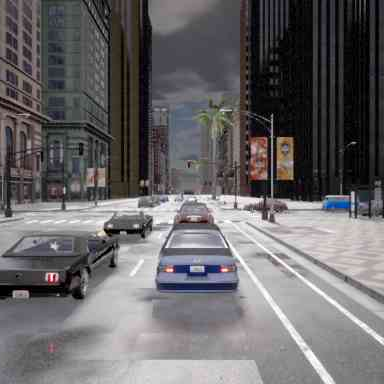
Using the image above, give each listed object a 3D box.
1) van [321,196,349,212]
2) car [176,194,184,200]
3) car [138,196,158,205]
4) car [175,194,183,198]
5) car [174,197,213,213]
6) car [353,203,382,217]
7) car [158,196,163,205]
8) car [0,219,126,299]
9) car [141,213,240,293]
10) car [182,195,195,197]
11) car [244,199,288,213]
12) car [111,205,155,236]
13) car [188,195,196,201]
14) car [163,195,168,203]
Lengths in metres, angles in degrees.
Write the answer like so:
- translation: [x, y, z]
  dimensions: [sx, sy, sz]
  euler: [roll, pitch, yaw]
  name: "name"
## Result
- translation: [17.043, 1.315, 38.172]
  dimensions: [3.998, 1.788, 1.690]
  euler: [0, 0, 0]
  name: "van"
- translation: [-3.306, 1.316, 90.433]
  dimensions: [1.882, 1.535, 5.008]
  euler: [0, 0, 0]
  name: "car"
- translation: [-6.621, 1.354, 48.840]
  dimensions: [2.097, 1.767, 4.553]
  euler: [0, 0, 0]
  name: "car"
- translation: [-3.300, 1.521, 80.429]
  dimensions: [1.812, 1.442, 4.674]
  euler: [0, 0, 0]
  name: "car"
- translation: [0.109, 1.352, 18.435]
  dimensions: [2.097, 1.767, 4.553]
  euler: [0, 0, 0]
  name: "car"
- translation: [17.053, 1.549, 29.648]
  dimensions: [4.403, 1.369, 2.008]
  euler: [0, 0, 0]
  name: "car"
- translation: [-6.613, 1.507, 58.069]
  dimensions: [1.837, 1.490, 4.892]
  euler: [0, 0, 0]
  name: "car"
- translation: [-3.154, 1.600, 8.362]
  dimensions: [1.895, 1.301, 4.718]
  euler: [0, 0, 0]
  name: "car"
- translation: [0.097, 1.547, 8.991]
  dimensions: [2.033, 1.411, 5.357]
  euler: [0, 0, 0]
  name: "car"
- translation: [-0.052, 1.550, 53.028]
  dimensions: [2.033, 1.411, 5.357]
  euler: [0, 0, 2]
  name: "car"
- translation: [7.937, 1.512, 35.911]
  dimensions: [4.674, 1.442, 1.812]
  euler: [0, 0, 6]
  name: "car"
- translation: [-3.165, 1.600, 17.530]
  dimensions: [1.895, 1.301, 4.718]
  euler: [0, 0, 0]
  name: "car"
- translation: [-0.056, 1.546, 89.180]
  dimensions: [2.033, 1.411, 5.357]
  euler: [0, 0, 0]
  name: "car"
- translation: [-6.545, 1.481, 68.667]
  dimensions: [1.882, 1.535, 5.008]
  euler: [0, 0, 0]
  name: "car"
